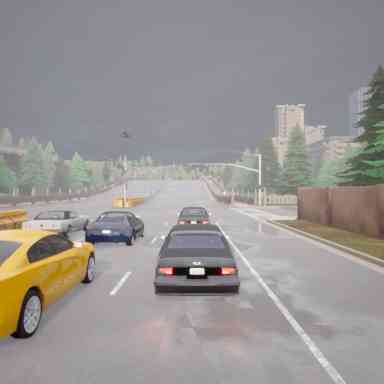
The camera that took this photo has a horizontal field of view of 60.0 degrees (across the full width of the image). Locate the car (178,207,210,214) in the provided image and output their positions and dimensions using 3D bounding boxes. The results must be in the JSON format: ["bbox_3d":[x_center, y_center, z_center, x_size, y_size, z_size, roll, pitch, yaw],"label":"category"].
[{"bbox_3d":[0.106,1.547,18.872,2.033,1.411,5.357,0,0,1],"label":"car"}]

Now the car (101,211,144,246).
[{"bbox_3d":[-3.419,1.564,15.353,1.994,1.385,4.181,0,0,0],"label":"car"}]

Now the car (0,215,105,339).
[{"bbox_3d":[-3.406,1.477,6.596,1.882,1.535,5.008,0,0,0],"label":"car"}]

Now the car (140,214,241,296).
[{"bbox_3d":[0.092,1.547,8.806,2.033,1.411,5.357,0,0,0],"label":"car"}]

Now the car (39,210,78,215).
[{"bbox_3d":[-6.916,1.600,17.582,1.895,1.301,4.718,0,0,0],"label":"car"}]
